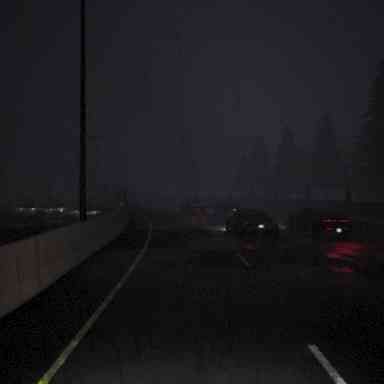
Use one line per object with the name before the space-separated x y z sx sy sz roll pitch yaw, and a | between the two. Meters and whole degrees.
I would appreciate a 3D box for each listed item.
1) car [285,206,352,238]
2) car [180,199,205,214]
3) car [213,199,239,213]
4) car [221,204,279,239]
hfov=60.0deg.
car | 6.522 1.499 17.638 1.837 1.490 4.892 0 0 -5
car | -0.012 1.480 34.830 2.128 1.511 4.902 0 0 -14
car | 3.583 1.493 34.906 1.837 1.490 4.892 0 0 -13
car | 3.020 1.558 17.338 1.994 1.385 4.181 0 0 -5
